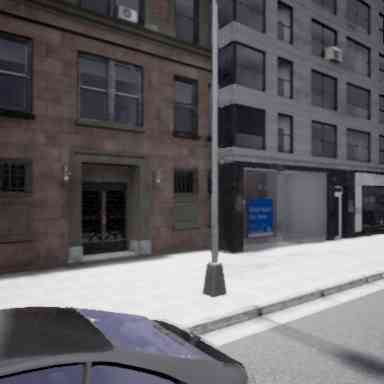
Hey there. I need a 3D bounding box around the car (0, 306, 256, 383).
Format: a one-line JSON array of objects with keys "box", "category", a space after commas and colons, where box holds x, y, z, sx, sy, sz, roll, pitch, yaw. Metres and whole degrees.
[{"box": [-1.475, 1.573, 1.998, 4.181, 1.385, 1.994, 1, -1, -36], "category": "car"}]
